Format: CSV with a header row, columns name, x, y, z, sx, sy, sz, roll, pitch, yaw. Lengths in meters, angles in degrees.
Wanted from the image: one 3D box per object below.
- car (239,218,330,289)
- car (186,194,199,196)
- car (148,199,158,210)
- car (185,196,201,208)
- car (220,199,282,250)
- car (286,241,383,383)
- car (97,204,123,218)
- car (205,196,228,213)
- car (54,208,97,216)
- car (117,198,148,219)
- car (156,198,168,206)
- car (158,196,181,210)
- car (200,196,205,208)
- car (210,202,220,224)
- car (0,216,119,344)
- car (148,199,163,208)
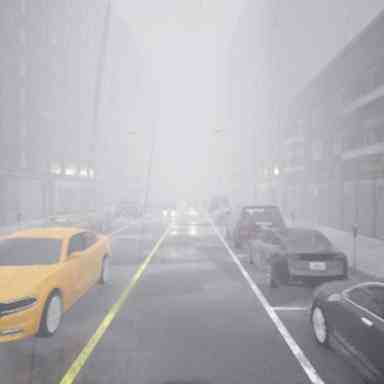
name,x,y,z,sx,sy,sz,roll,pitch,yaw
car,2.668,1.616,9.142,1.947,1.339,4.313,0,0,0
car,-0.003,1.726,69.904,1.812,1.442,4.674,0,0,0
car,-5.861,1.807,48.290,1.887,1.381,4.507,0,0,0
car,0.006,1.829,53.021,1.812,1.442,4.674,0,-1,0
car,2.667,1.395,14.738,2.192,1.841,5.009,0,0,0
car,2.668,1.571,3.548,2.008,1.369,4.403,0,0,0
car,-5.859,1.660,20.312,2.008,1.369,4.403,0,0,0
car,2.998,1.427,37.749,2.150,2.045,5.566,0,0,0
car,-5.859,1.604,14.547,1.752,1.417,4.829,0,0,0
car,-5.860,1.484,31.505,2.192,1.841,5.009,0,0,0
car,-5.863,1.909,65.077,2.008,1.369,4.403,0,0,0
car,-3.083,1.742,46.385,2.128,1.511,4.902,0,0,0
car,2.664,1.735,53.896,1.967,1.590,4.097,0,0,0
car,2.666,1.721,25.925,1.802,1.307,4.206,0,0,0
car,-3.088,1.515,6.891,1.882,1.535,5.008,0,0,0
car,-5.862,1.839,53.886,1.887,1.381,4.507,0,0,0
